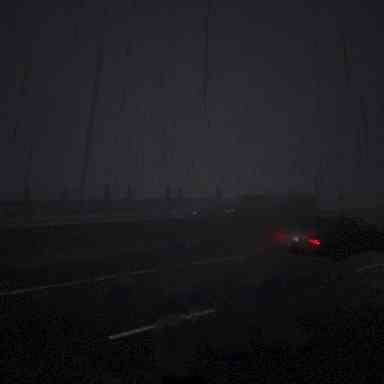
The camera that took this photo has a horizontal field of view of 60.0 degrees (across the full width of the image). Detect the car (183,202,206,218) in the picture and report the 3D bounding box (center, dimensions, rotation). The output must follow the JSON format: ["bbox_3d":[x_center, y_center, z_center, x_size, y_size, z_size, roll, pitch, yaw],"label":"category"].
[{"bbox_3d":[1.570,1.483,26.961,5.008,1.535,1.882,0,0,-37],"label":"car"}]

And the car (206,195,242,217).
[{"bbox_3d":[4.065,1.226,24.460,5.566,2.045,2.150,0,0,-37],"label":"car"}]

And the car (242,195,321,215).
[{"bbox_3d":[6.146,1.224,21.645,5.566,2.045,2.150,0,0,-37],"label":"car"}]

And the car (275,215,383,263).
[{"bbox_3d":[5.303,1.548,12.023,5.357,1.411,2.033,0,0,-37],"label":"car"}]
